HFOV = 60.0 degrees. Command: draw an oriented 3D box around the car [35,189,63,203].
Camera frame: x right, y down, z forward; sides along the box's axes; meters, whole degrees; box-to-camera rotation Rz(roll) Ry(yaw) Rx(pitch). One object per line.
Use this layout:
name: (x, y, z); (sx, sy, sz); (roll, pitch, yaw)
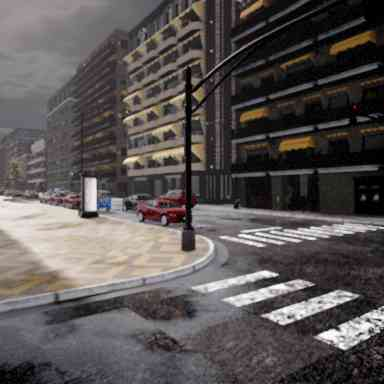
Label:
car: (-18.153, 0.682, 42.335); (1.752, 1.417, 4.829); (1, 0, -36)

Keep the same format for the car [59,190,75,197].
car: (-24.835, 0.304, 65.857); (1.752, 1.417, 4.829); (1, 0, -36)

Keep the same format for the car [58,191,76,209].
car: (-11.619, 0.874, 33.308); (1.887, 1.381, 4.507); (1, 0, -36)

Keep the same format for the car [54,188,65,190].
car: (-17.804, 0.594, 46.360); (2.128, 1.511, 4.902); (0, 1, -35)

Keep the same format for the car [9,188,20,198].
car: (-31.520, 0.348, 60.801); (1.887, 1.381, 4.507); (1, 0, -36)

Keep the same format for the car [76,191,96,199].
car: (-18.102, 0.523, 56.555); (1.947, 1.339, 4.313); (1, 0, -36)

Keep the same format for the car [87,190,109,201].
car: (-14.783, 0.484, 51.973); (1.967, 1.590, 4.097); (1, 0, -36)

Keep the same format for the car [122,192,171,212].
car: (-4.025, 0.946, 27.213); (1.882, 1.535, 5.008); (0, 1, -36)

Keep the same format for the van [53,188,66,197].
van: (-28.048, 0.035, 70.301); (1.690, 1.788, 3.998); (1, 0, -36)

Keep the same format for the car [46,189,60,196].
car: (-31.367, 0.046, 74.883); (1.967, 1.590, 4.097); (1, 0, -36)

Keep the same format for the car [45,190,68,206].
car: (-14.936, 0.787, 37.890); (1.887, 1.381, 4.507); (1, 0, -36)

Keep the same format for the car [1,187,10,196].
car: (-38.154, 0.179, 69.965); (2.008, 1.369, 4.403); (1, 0, -36)

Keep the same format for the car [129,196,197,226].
car: (-1.669, 1.138, 19.562); (1.887, 1.381, 4.507); (1, 0, -36)

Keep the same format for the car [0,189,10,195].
car: (-44.788, 0.020, 79.129); (1.947, 1.339, 4.313); (1, 0, -36)

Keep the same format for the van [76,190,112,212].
van: (-8.298, 0.758, 28.724); (1.690, 1.788, 3.998); (1, 0, -36)

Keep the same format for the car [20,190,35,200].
car: (-24.884, 0.419, 51.636); (1.967, 1.590, 4.097); (1, 0, -36)

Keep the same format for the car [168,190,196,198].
car: (-1.513, 0.710, 33.643); (2.192, 1.841, 5.009); (1, 0, -36)
